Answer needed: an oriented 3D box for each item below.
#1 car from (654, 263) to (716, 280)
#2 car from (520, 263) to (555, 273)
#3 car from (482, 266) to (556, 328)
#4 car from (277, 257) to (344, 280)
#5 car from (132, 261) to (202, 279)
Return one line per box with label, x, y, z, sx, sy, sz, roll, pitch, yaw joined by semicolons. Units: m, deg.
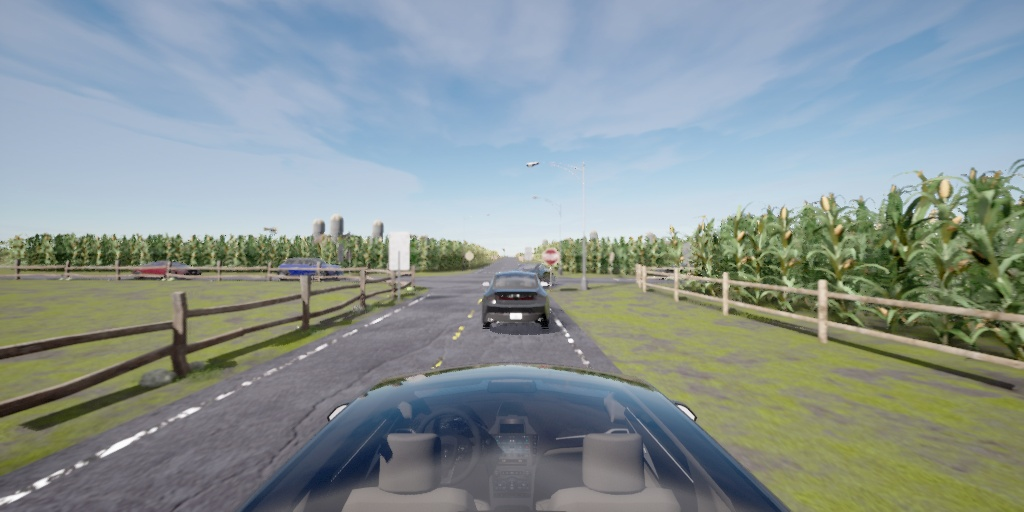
car;14.766;1.273;30.713;5.008;1.535;1.882;0;0;0
car;1.465;1.188;22.949;2.128;1.511;4.902;0;0;20
car;0.099;1.232;11.290;1.837;1.490;4.892;0;0;0
car;-15.616;0.935;28.006;4.553;1.767;2.097;0;0;2
car;-26.993;1.084;28.173;4.181;1.385;1.994;0;0;1
